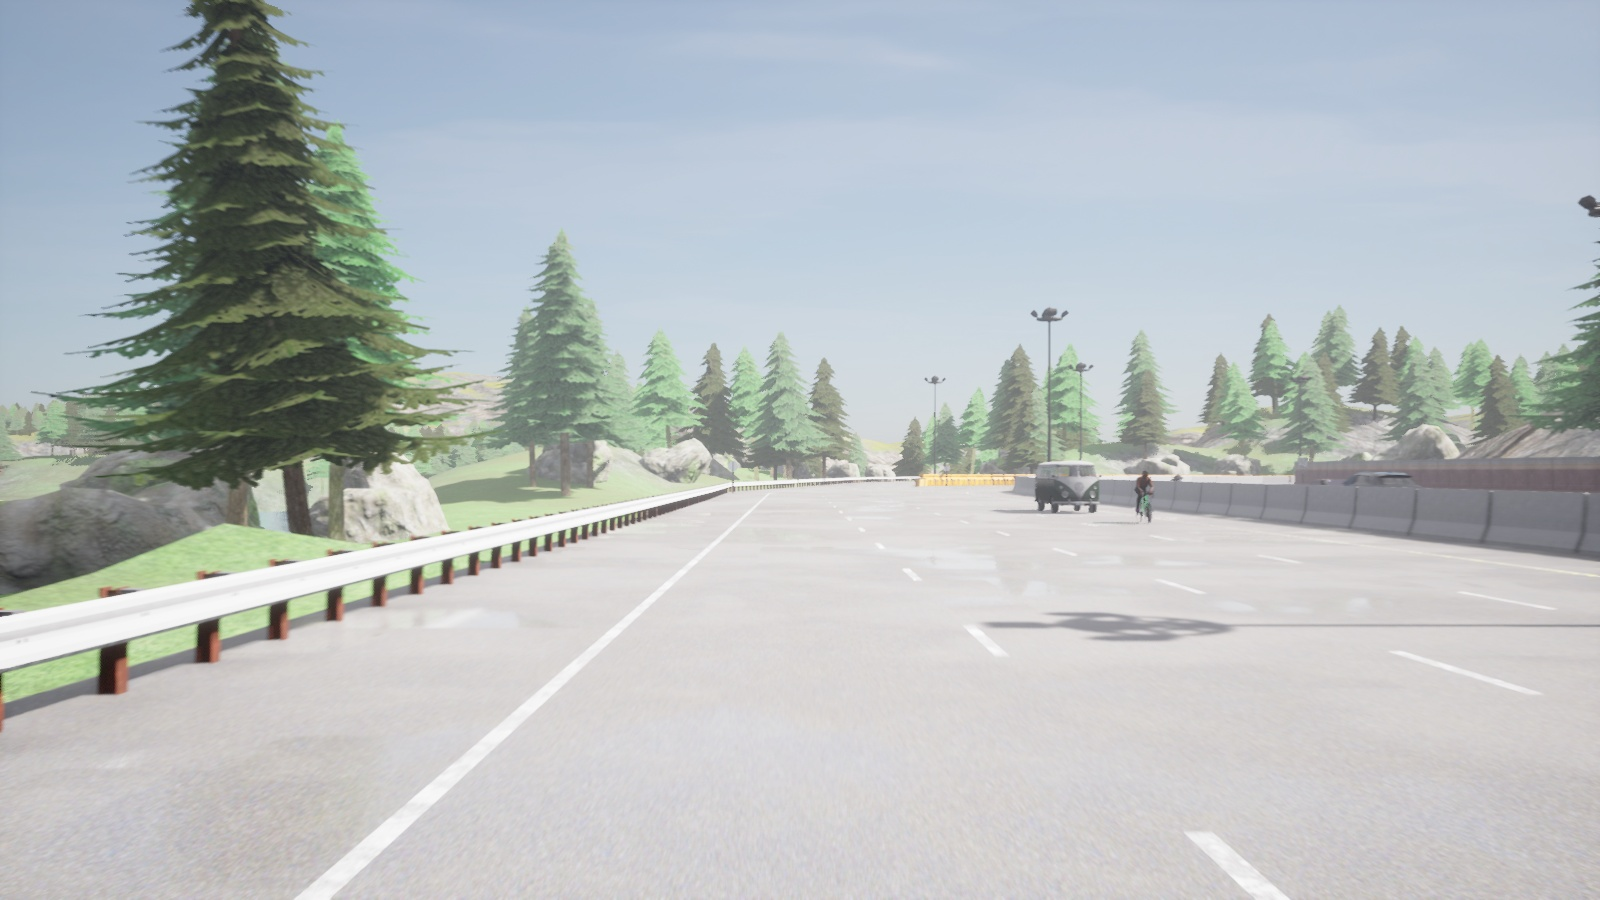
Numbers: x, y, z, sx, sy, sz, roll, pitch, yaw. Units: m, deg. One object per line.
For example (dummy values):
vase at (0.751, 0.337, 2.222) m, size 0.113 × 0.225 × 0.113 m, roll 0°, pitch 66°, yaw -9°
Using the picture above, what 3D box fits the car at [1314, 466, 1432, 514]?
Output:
car at (20.849, 1.428, 45.938) m, size 2.033 × 1.649 × 4.856 m, roll 0°, pitch -1°, yaw 0°

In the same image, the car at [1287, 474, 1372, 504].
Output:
car at (24.290, 1.783, 57.809) m, size 1.895 × 1.301 × 4.718 m, roll 0°, pitch -1°, yaw 0°

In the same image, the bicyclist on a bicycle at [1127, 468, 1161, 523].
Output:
bicyclist on a bicycle at (10.391, 1.360, 37.971) m, size 0.582 × 1.620 × 1.656 m, roll 0°, pitch -1°, yaw 0°

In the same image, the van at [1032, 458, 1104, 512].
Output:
van at (10.335, 1.340, 48.720) m, size 1.775 × 1.987 × 4.442 m, roll 0°, pitch -1°, yaw 0°
